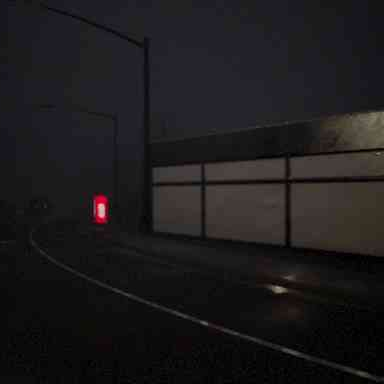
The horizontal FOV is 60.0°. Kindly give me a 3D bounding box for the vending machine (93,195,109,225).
[{"bbox_3d":[-6.488,1.240,23.720,1.100,2.100,0.880,0,0,-17],"label":"vending machine"}]

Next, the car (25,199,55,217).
[{"bbox_3d":[-15.018,1.426,33.100,2.097,1.767,4.553,0,0,-14],"label":"car"}]

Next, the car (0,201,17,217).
[{"bbox_3d":[-18.328,1.570,31.908,2.128,1.511,4.902,0,0,-14],"label":"car"}]
